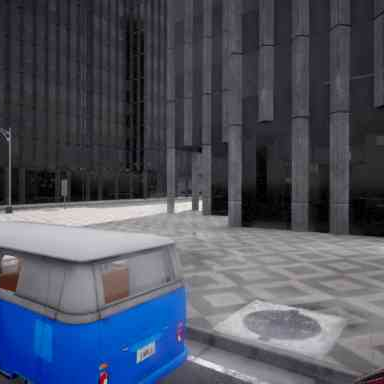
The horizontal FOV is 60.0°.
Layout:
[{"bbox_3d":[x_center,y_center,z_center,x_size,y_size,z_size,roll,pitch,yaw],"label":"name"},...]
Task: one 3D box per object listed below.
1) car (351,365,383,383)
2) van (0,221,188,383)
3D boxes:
[{"bbox_3d":[2.543,1.440,1.153,4.097,1.590,1.967,0,0,35],"label":"car"},{"bbox_3d":[-1.957,1.341,4.357,3.998,1.788,1.690,0,0,35],"label":"van"}]
